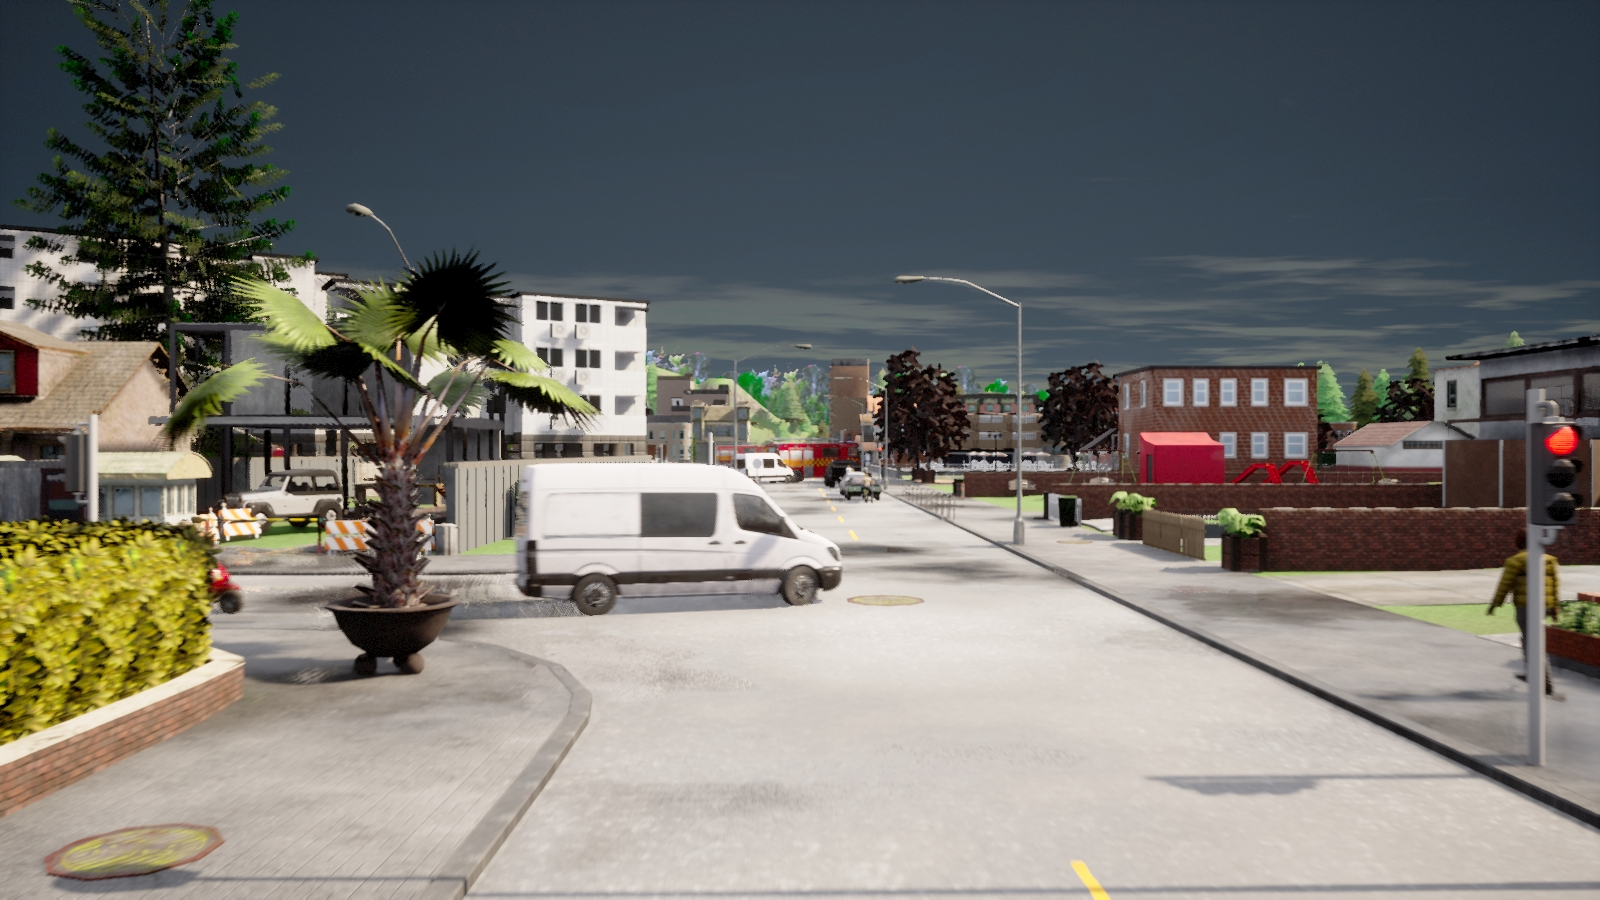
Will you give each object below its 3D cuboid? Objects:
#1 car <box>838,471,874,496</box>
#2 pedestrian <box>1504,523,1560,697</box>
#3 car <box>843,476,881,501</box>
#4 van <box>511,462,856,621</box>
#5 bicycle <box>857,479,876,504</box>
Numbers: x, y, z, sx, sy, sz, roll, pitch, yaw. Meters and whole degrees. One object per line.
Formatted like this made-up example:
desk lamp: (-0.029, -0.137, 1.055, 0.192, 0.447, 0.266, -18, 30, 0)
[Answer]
car: (3.469, 2.081, 71.357, 2.002, 1.442, 4.674, 0, 0, 0)
pedestrian: (8.031, 1.744, 12.543, 0.375, 1.860, 0.375, 0, 0, -2)
car: (3.479, 2.155, 64.814, 1.895, 1.301, 4.718, 0, 0, 0)
van: (-2.119, 1.534, 20.761, 5.915, 2.561, 1.988, 0, 1, -19)
bicycle: (3.475, 2.158, 59.998, 0.859, 1.276, 1.487, 0, 0, -1)
